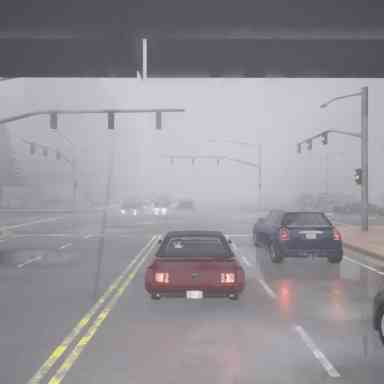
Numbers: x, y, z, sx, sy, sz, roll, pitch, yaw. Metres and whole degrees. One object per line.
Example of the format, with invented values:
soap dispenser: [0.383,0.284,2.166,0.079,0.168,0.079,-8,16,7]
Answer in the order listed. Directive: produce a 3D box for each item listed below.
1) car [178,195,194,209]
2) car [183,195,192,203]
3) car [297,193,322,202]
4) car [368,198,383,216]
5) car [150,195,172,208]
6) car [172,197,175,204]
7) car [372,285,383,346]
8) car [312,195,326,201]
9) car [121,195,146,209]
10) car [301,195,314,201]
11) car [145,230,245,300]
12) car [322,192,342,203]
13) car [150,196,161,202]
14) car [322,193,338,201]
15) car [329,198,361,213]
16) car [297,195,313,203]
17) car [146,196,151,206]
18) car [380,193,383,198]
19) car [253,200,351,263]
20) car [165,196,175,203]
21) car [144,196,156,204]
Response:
car: [-0.800,1.525,44.387,1.812,1.442,4.674,0,0,0]
car: [-1.028,1.478,73.363,1.882,1.535,5.008,0,0,0]
car: [16.662,1.153,48.144,1.932,1.855,4.605,0,0,0]
car: [19.265,1.505,30.379,4.892,1.490,1.837,0,0,1]
car: [-4.492,1.491,49.545,2.128,1.511,4.902,0,0,0]
car: [-4.530,1.352,58.587,2.097,1.767,4.553,0,0,0]
car: [3.601,1.505,3.018,1.837,1.490,4.892,0,0,0]
car: [30.840,1.364,80.695,1.784,1.438,3.905,0,0,0]
car: [-8.031,1.352,44.782,2.097,1.767,4.553,0,0,2]
car: [27.945,1.395,80.689,1.970,1.475,3.806,0,0,0]
car: [0.069,1.601,8.342,1.895,1.301,4.718,0,0,0]
car: [19.556,1.156,48.097,1.905,1.878,3.866,0,0,0]
car: [-8.046,1.552,73.971,1.994,1.385,4.181,0,0,0]
car: [33.523,1.153,80.753,1.932,1.855,4.605,0,0,0]
car: [16.681,1.564,33.913,4.181,1.385,1.994,0,0,1]
car: [22.216,1.395,65.572,1.970,1.475,3.806,0,0,0]
car: [-8.014,1.478,53.953,1.882,1.535,5.008,0,0,0]
car: [39.113,1.153,65.706,1.932,1.855,4.605,0,0,0]
car: [3.585,1.352,12.107,2.097,1.767,4.553,0,0,0]
car: [-4.519,1.601,68.742,1.895,1.301,4.718,0,0,0]
car: [-8.027,1.526,63.959,1.812,1.442,4.674,0,0,0]
